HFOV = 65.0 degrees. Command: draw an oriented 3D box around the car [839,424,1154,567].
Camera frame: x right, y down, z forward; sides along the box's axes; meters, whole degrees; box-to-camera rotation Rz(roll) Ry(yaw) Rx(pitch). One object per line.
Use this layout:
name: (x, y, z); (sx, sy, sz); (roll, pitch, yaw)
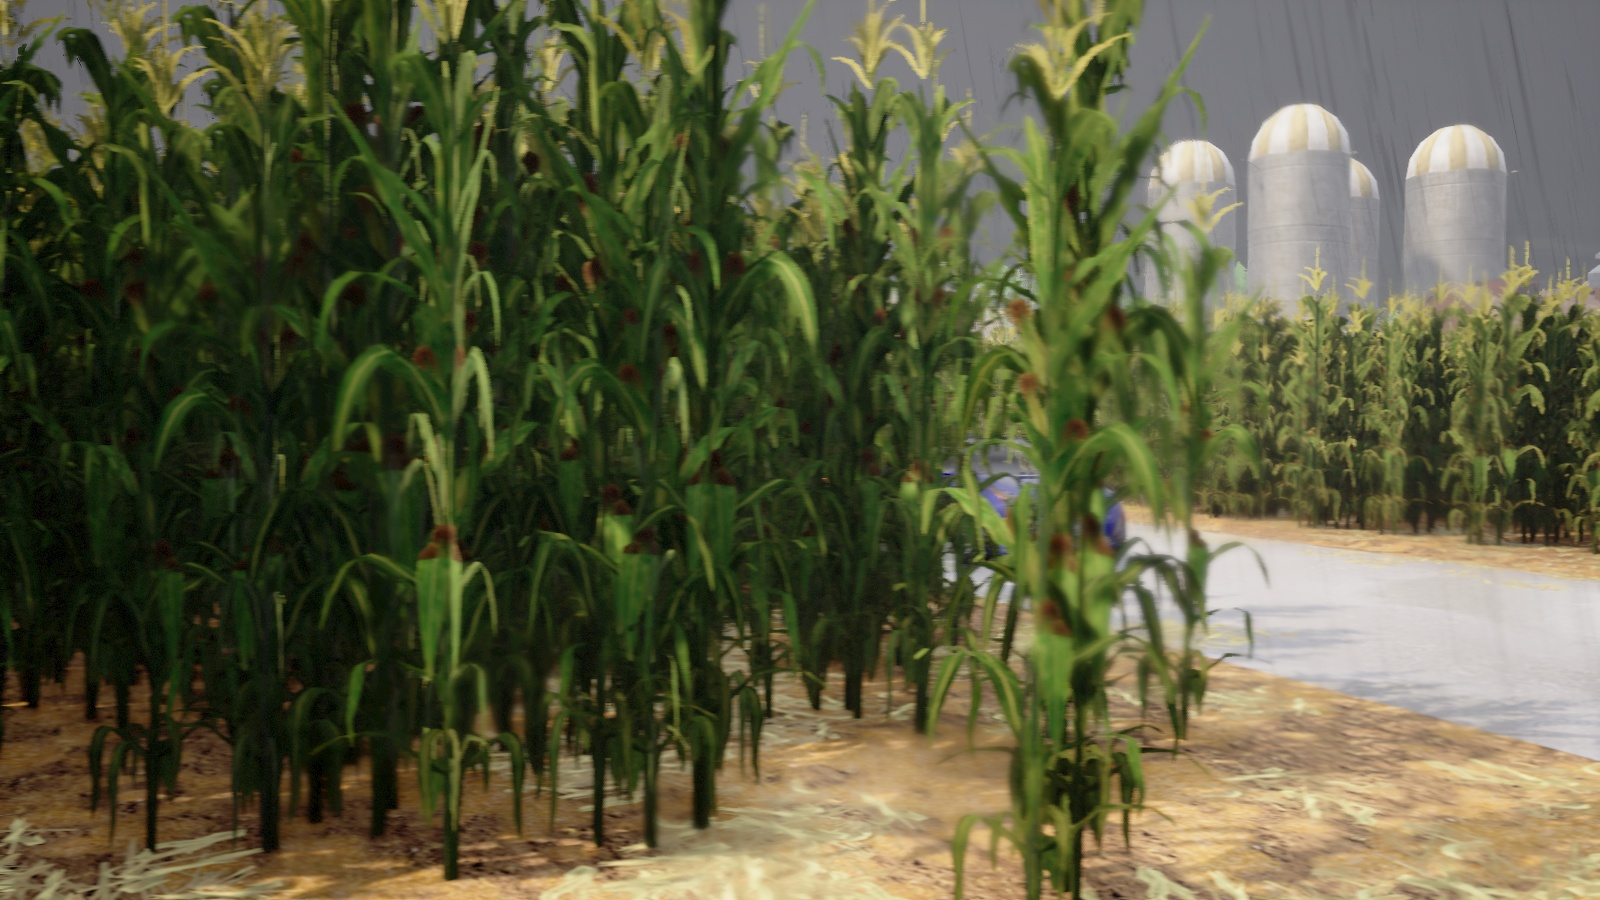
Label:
car: (2.292, 0.459, 16.051); (2.007, 1.525, 4.514); (-1, 1, -21)
